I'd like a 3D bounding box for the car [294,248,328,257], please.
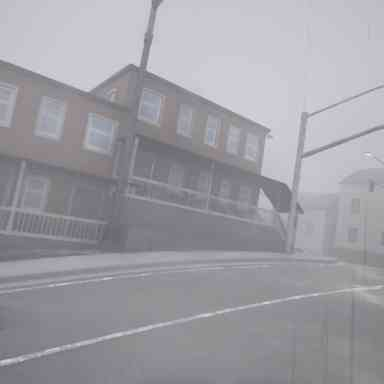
[{"bbox_3d":[9.702,5.692,29.279,1.812,1.442,4.674,14,-16,-34],"label":"car"}]
